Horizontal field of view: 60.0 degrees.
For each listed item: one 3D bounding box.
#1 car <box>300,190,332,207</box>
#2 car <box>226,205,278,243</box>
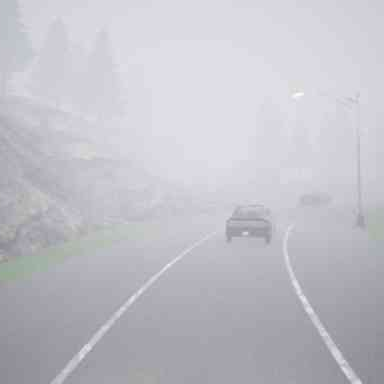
[{"bbox_3d":[12.300,0.547,32.978,1.882,1.535,5.008,-2,2,38],"label":"car"},{"bbox_3d":[2.799,1.339,15.254,2.128,1.511,4.902,-1,1,17],"label":"car"}]
